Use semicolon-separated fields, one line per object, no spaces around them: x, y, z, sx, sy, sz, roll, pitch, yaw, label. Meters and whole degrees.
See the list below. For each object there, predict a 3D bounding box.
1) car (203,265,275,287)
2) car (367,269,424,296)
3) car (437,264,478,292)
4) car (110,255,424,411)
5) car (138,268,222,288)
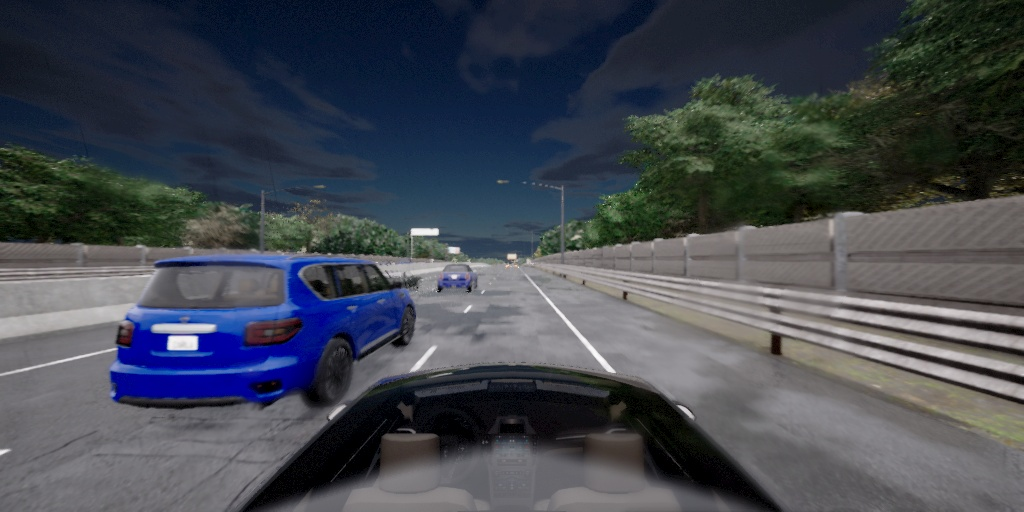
-21.085;1.483;28.004;1.837;1.490;4.892;0;0;0;car
-6.895;1.526;21.765;1.895;1.301;4.718;0;0;0;car
-3.395;1.290;23.182;2.097;1.767;4.553;0;0;0;car
-3.397;1.013;6.384;2.150;2.045;5.566;0;0;0;car
-24.588;1.570;26.847;1.895;1.301;4.718;0;0;0;car
